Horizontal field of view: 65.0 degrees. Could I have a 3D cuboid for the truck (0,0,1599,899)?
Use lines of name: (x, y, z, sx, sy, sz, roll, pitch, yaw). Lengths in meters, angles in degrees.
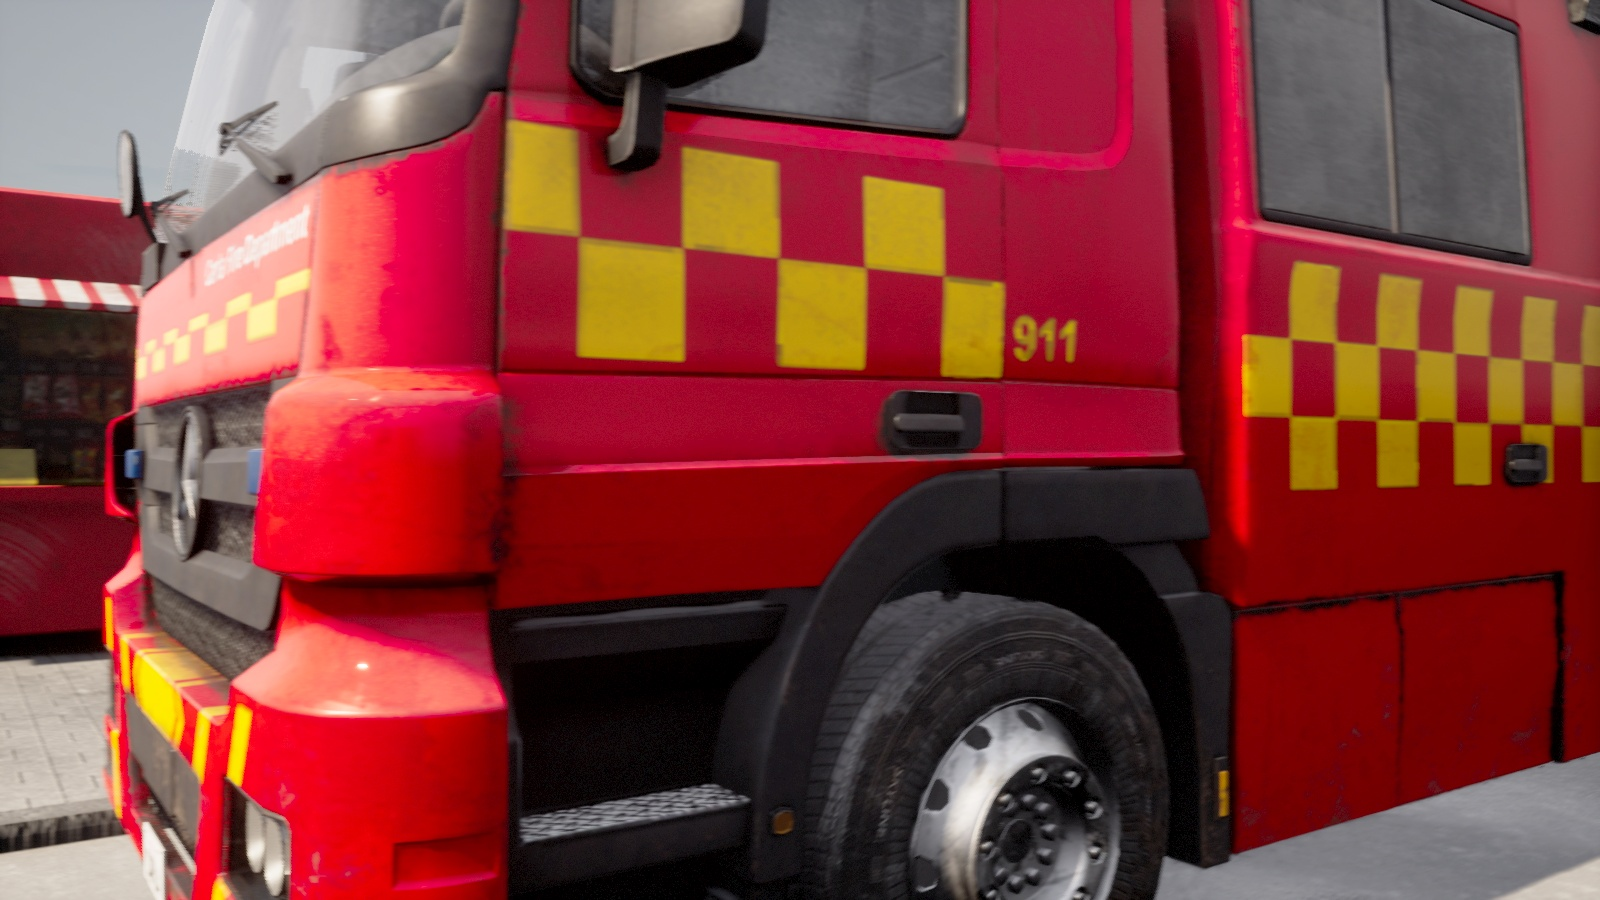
truck: (1.519, -0.410, 5.330, 8.468, 3.827, 2.891, 0, 0, -35)
